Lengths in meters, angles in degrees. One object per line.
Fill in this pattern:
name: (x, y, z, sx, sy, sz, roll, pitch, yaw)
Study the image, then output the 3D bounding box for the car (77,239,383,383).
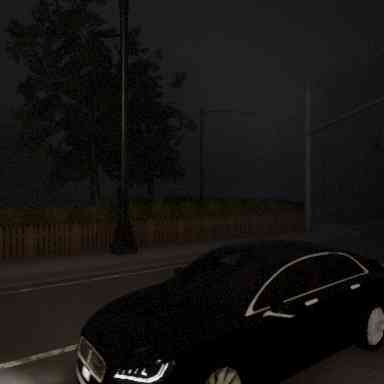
car: (0.950, 1.504, 4.647, 4.892, 1.490, 1.837, 0, 0, -35)
